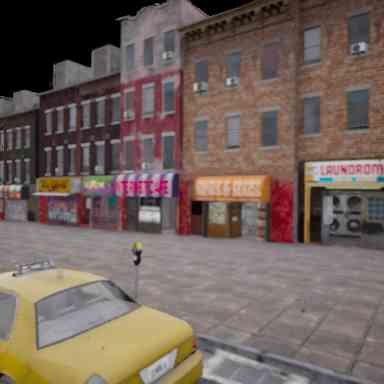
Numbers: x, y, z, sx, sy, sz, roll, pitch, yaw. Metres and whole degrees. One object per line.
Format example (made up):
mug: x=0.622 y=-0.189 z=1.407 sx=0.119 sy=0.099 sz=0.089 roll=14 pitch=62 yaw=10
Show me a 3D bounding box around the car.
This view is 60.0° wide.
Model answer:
car: x=-2.176 y=1.571 z=4.339 sx=4.829 sy=1.417 sz=1.752 roll=-1 pitch=1 yaw=35
